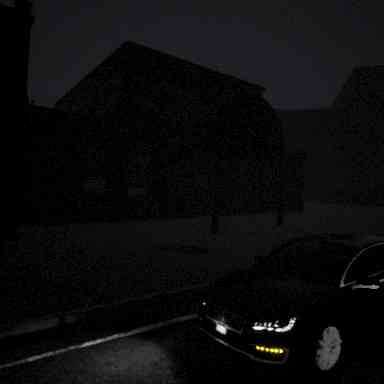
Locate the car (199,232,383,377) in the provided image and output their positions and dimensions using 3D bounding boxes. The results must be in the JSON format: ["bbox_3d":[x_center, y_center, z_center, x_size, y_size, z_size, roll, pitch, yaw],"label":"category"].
[{"bbox_3d":[2.357,1.507,5.642,4.892,1.490,1.837,0,0,-35],"label":"car"}]
